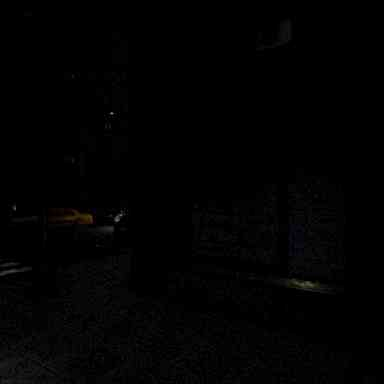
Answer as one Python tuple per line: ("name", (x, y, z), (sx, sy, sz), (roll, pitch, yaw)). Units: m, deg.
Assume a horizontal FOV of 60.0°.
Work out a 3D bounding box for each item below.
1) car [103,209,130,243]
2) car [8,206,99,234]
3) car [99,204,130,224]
("car", (-1.604, 1.561, 15.190), (1.947, 1.339, 4.313), (0, 0, 36))
("car", (-8.224, 1.554, 19.729), (1.752, 1.417, 4.829), (0, 0, 36))
("car", (-4.975, 1.584, 24.270), (2.008, 1.369, 4.403), (0, 0, 36))
